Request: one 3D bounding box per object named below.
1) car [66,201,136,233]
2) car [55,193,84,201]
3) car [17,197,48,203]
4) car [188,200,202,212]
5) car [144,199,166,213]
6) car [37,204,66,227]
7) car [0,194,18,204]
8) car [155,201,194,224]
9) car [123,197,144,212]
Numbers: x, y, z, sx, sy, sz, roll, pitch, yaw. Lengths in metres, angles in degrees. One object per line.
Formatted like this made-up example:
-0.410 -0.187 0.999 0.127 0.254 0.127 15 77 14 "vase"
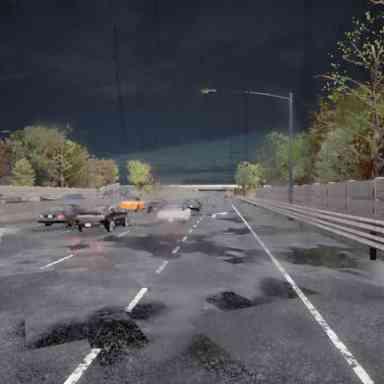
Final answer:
-5.172 1.491 19.697 2.128 1.511 4.902 0 0 5 "car"
-17.008 1.230 46.354 2.150 2.045 5.566 0 0 5 "car"
-20.698 1.533 44.357 1.812 1.442 4.674 0 0 5 "car"
0.116 1.568 39.306 1.994 1.385 4.181 0 0 6 "car"
-3.597 1.507 37.062 1.837 1.490 4.892 0 0 5 "car"
-8.404 1.547 22.763 2.033 1.411 5.357 0 0 5 "car"
-24.267 1.358 43.842 2.097 1.767 4.553 0 0 6 "car"
-1.204 1.601 24.698 1.895 1.301 4.718 0 0 5 "car"
-6.921 1.356 39.171 2.097 1.767 4.553 0 0 5 "car"
